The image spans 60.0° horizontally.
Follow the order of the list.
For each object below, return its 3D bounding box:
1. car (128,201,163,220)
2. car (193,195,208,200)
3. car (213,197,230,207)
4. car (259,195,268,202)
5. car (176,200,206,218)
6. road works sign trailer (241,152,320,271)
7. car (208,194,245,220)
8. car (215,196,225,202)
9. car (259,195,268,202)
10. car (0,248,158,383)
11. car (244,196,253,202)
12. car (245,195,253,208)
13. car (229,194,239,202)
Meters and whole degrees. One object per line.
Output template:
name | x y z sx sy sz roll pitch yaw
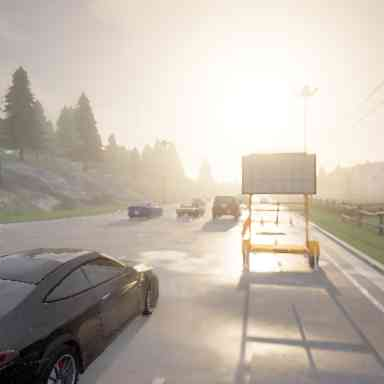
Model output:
car | -3.965 1.551 29.301 1.882 1.535 5.008 0 0 12
car | 1.136 1.629 53.820 1.837 1.490 4.892 0 0 12
car | 4.848 1.613 54.473 2.128 1.511 4.902 0 0 12
car | 17.319 1.541 80.545 2.033 1.411 5.357 0 0 12
car | -0.023 1.674 31.066 1.895 1.301 4.718 0 0 12
road works sign trailer | 2.877 0.487 11.144 2.380 3.560 2.880 0 0 12
car | 3.109 1.285 28.945 2.150 2.045 5.566 0 0 12
car | 6.870 1.737 81.865 1.994 1.385 4.181 0 0 12
car | 15.282 1.663 70.751 1.812 1.442 4.674 0 0 12
car | -1.921 1.539 4.769 1.812 1.442 4.674 0 0 12
car | 13.553 1.711 79.623 2.033 1.411 5.357 0 0 12
car | 7.951 1.333 52.204 2.150 2.045 5.566 0 0 12
car | 10.387 1.404 81.590 2.150 2.045 5.566 0 0 12
